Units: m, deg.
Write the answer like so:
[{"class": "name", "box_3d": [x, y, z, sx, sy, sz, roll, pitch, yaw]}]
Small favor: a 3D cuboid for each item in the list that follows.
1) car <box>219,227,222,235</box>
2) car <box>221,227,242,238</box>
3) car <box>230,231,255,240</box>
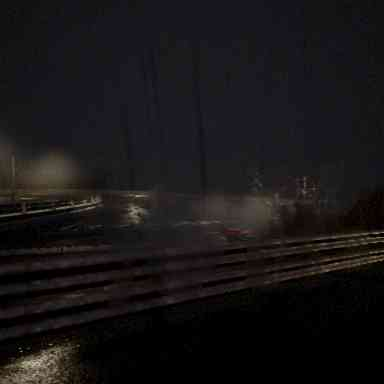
[{"class": "car", "box_3d": [8.870, 9.064, 75.899, 5.566, 2.045, 2.150, 0, 0, -17]}, {"class": "car", "box_3d": [9.899, 9.072, 72.553, 5.566, 2.045, 2.150, 0, 0, -17]}, {"class": "car", "box_3d": [10.901, 9.379, 69.200, 4.674, 1.442, 1.812, 0, 0, -17]}]
